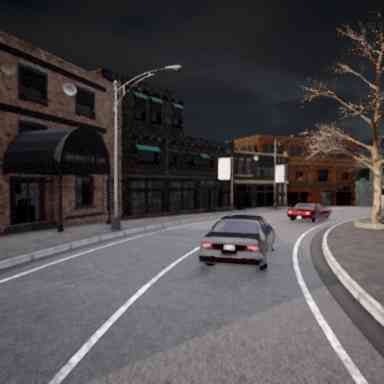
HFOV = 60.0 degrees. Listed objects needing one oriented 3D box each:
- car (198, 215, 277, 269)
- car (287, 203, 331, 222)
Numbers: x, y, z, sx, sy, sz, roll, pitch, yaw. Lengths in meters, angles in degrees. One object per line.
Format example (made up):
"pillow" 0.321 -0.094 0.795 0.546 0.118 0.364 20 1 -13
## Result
"car" 1.666 1.447 10.837 2.033 1.411 5.357 1 0 17
"car" 8.870 1.488 24.893 1.895 1.301 4.718 1 1 39
